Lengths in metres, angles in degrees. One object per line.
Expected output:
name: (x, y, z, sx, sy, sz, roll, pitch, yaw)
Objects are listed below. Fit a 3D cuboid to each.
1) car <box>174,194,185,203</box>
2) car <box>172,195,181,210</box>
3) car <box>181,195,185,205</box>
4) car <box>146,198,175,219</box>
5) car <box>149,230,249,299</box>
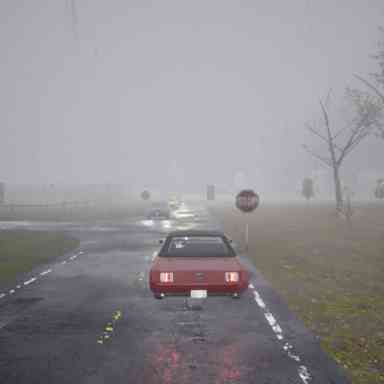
car: (-2.538, 1.353, 69.514, 2.097, 1.767, 4.553, 0, 0, 0)
car: (-2.717, 1.484, 42.487, 1.882, 1.535, 5.008, 0, 0, 0)
car: (-2.647, 1.510, 55.972, 1.837, 1.490, 4.892, 0, 0, 1)
car: (-2.763, 1.513, 28.735, 1.837, 1.490, 4.892, 0, 0, 0)
car: (0.098, 1.603, 8.388, 1.895, 1.301, 4.718, 0, 0, -1)
